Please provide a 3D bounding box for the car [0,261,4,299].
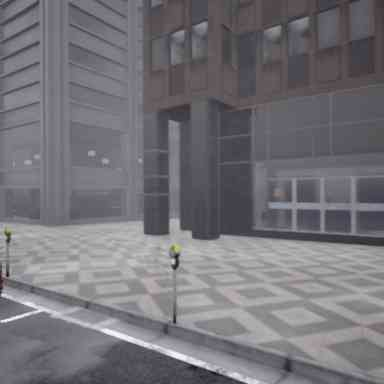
[{"bbox_3d":[-5.753,1.640,7.062,4.507,1.381,1.887,-1,0,35],"label":"car"}]
